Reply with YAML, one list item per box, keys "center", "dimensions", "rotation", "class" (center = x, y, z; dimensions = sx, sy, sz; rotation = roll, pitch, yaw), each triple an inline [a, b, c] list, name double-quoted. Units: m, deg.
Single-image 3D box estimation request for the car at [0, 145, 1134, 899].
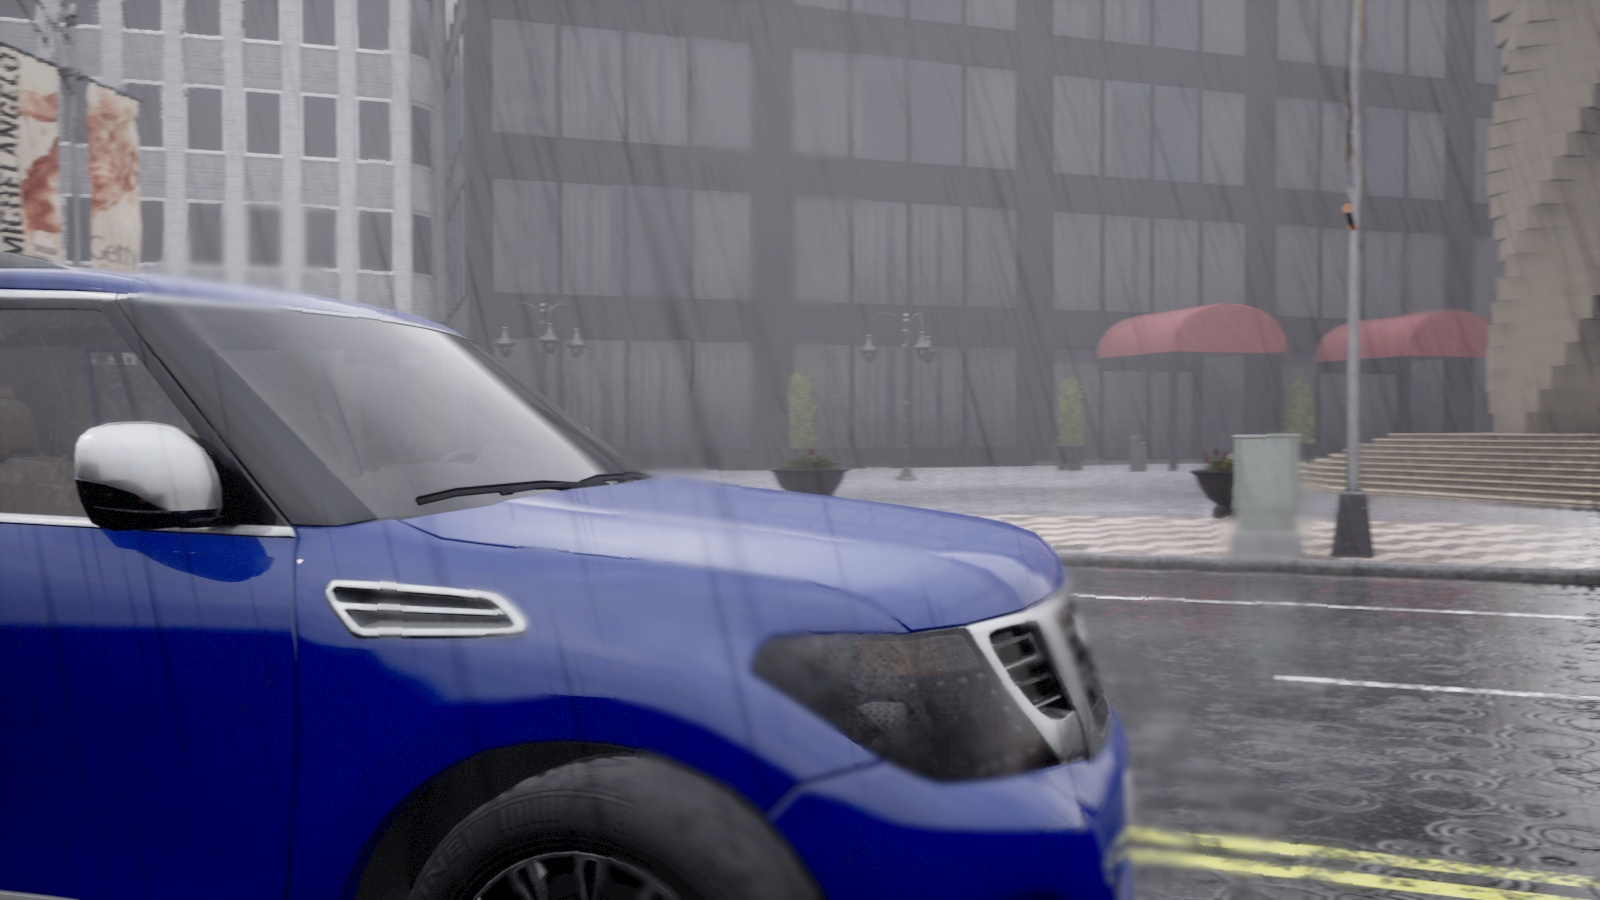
- center: [-1.901, 0.473, 3.817]
  dimensions: [5.566, 2.045, 2.150]
  rotation: [0, 1, 13]
  class: "car"
